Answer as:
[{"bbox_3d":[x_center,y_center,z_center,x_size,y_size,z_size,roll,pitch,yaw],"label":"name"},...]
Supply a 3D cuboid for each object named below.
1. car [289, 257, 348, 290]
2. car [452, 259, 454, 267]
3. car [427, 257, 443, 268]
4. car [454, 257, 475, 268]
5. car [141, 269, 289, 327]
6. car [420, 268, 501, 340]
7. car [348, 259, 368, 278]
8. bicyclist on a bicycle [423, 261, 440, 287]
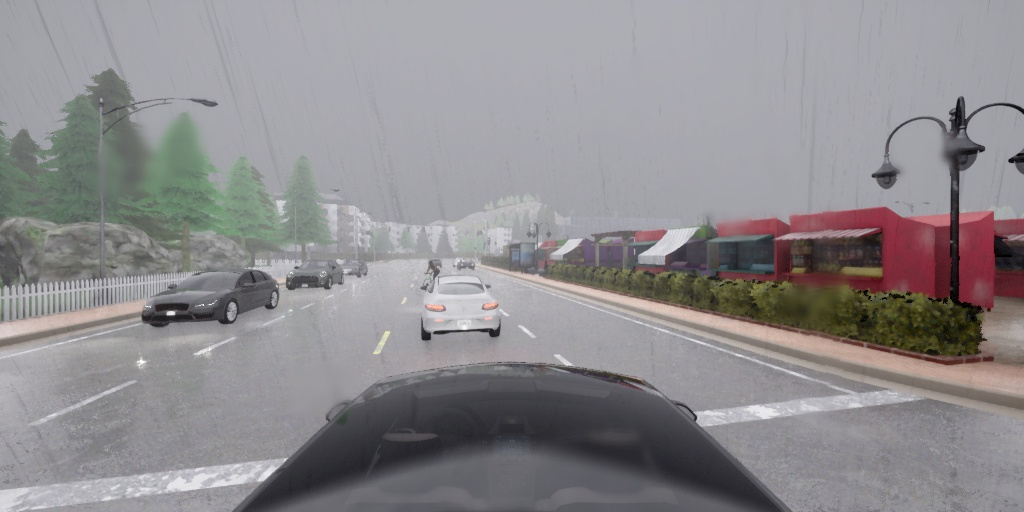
[{"bbox_3d":[-11.417,0.965,21.062,2.097,1.767,4.553,0,0,-13],"label":"car"},{"bbox_3d":[-7.706,0.905,52.624,1.812,1.442,4.674,0,0,-13],"label":"car"},{"bbox_3d":[-10.919,0.897,50.798,1.837,1.490,4.892,0,0,-13],"label":"car"},{"bbox_3d":[-5.677,1.047,43.744,1.895,1.301,4.718,0,0,-13],"label":"car"},{"bbox_3d":[-9.201,1.190,11.465,1.837,1.490,4.892,0,0,-13],"label":"car"},{"bbox_3d":[-1.487,1.225,9.761,1.812,1.442,4.674,0,0,-12],"label":"car"},{"bbox_3d":[-13.627,1.033,30.681,2.128,1.511,4.902,0,0,-13],"label":"car"},{"bbox_3d":[-4.333,1.078,19.607,0.582,1.620,1.656,0,1,25],"label":"bicyclist on a bicycle"}]
